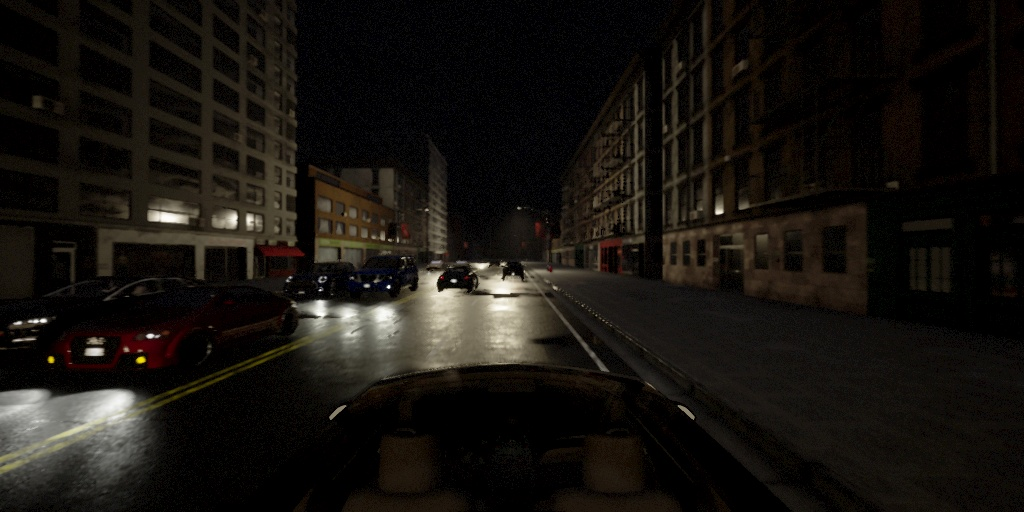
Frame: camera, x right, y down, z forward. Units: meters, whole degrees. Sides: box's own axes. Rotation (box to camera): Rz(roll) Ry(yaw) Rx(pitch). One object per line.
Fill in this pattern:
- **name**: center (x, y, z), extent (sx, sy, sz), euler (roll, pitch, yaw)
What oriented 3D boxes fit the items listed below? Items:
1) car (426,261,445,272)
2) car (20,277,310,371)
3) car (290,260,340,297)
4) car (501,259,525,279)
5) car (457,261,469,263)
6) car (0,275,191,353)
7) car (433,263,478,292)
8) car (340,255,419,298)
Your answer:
- **car**: center (-9.828, 1.298, 47.210), extent (2.033, 1.411, 5.357), euler (0, 0, 0)
- **car**: center (-6.520, 1.316, 7.598), extent (1.994, 1.385, 4.181), euler (0, 0, 0)
- **car**: center (-9.750, 1.104, 18.849), extent (2.097, 1.767, 4.553), euler (0, 0, 0)
- **car**: center (0.103, 1.254, 32.548), extent (1.837, 1.490, 4.892), euler (0, 0, 0)
- **car**: center (-6.581, 1.297, 47.175), extent (2.033, 1.411, 5.357), euler (0, 0, 0)
- **car**: center (-9.750, 1.244, 8.923), extent (2.128, 1.511, 4.902), euler (0, 0, 0)
- **car**: center (-3.150, 1.315, 21.414), extent (1.994, 1.385, 4.181), euler (0, 0, 0)
- **car**: center (-6.500, 0.973, 18.819), extent (2.150, 2.045, 5.566), euler (0, 0, 0)
